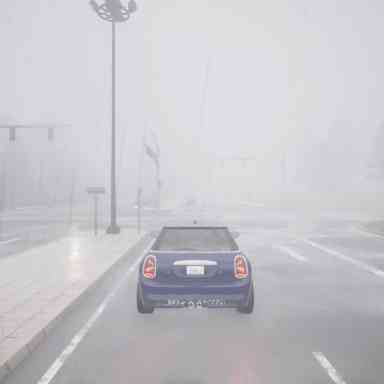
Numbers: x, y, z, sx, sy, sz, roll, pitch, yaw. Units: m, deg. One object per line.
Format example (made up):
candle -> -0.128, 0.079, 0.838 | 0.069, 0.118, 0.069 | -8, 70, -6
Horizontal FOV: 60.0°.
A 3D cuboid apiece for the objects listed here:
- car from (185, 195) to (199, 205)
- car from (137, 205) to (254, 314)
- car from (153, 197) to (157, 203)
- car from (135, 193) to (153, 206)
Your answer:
car -> -0.157, 1.526, 54.615 | 1.812, 1.442, 4.674 | 0, 0, -1
car -> 0.071, 1.352, 7.796 | 2.097, 1.767, 4.553 | 0, 0, 0
car -> -8.364, 1.547, 65.589 | 2.033, 1.411, 5.357 | 0, 0, 0
car -> -8.266, 1.352, 55.975 | 2.097, 1.767, 4.553 | 0, 0, -1
